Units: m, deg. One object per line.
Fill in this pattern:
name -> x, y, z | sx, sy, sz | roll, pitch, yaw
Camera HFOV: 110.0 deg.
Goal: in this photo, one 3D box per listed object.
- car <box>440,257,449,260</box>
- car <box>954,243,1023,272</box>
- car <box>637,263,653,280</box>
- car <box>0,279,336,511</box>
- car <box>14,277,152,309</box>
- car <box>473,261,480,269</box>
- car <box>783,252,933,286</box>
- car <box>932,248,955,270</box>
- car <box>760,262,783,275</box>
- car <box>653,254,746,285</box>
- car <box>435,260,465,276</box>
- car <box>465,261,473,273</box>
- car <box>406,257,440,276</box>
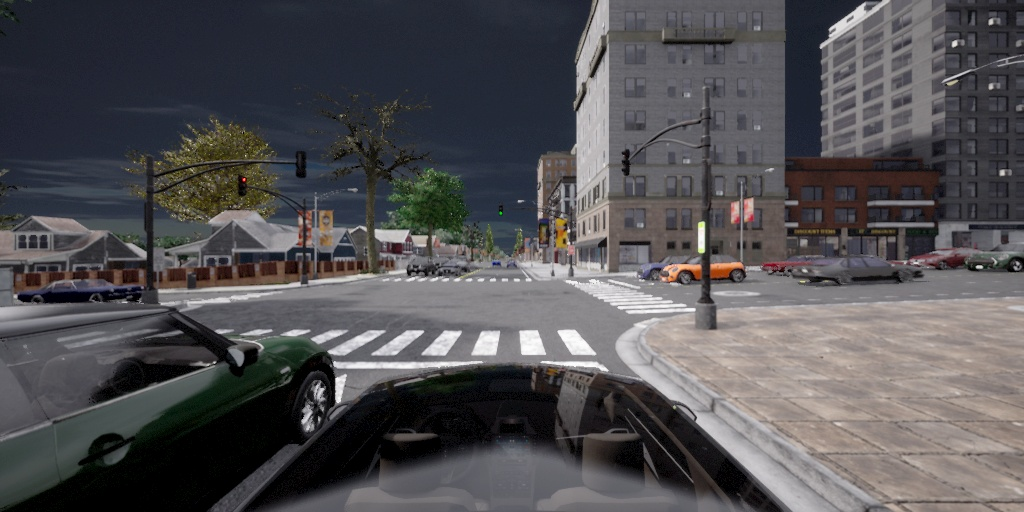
car -> -9.921, 1.136, 49.924 | 2.150, 2.045, 5.566 | 0, 0, -1
car -> 30.487, 0.006, 21.679 | 4.553, 1.767, 2.097 | -2, 0, 0
car -> 11.094, 0.739, 24.923 | 4.553, 1.767, 2.097 | -2, 0, 2
car -> -3.151, 1.103, 2.459 | 2.097, 1.767, 4.553 | 0, 0, 0
car -> -21.640, 1.849, 18.235 | 4.718, 1.301, 1.895 | -2, 0, 0
car -> -6.671, 1.577, 61.145 | 1.895, 1.301, 4.718 | 0, 0, 0
car -> 17.350, 0.698, 18.187 | 5.357, 1.411, 2.033 | -2, 0, 0
car -> 30.401, 0.182, 24.926 | 4.674, 1.442, 1.812 | -2, 0, 0
car -> 20.090, 0.643, 24.890 | 4.718, 1.301, 1.895 | -2, 0, 0
car -> 11.348, 0.732, 21.603 | 4.553, 1.767, 2.097 | -2, 0, 0
car -> -6.653, 1.429, 38.671 | 1.994, 1.385, 4.181 | 0, 0, 0
car -> -6.670, 1.381, 47.661 | 1.882, 1.535, 5.008 | 0, 0, 0
car -> -9.910, 1.091, 39.559 | 2.150, 2.045, 5.566 | 0, 0, 0
